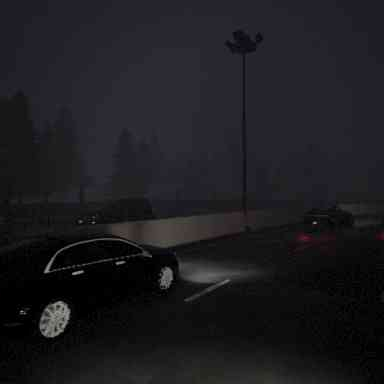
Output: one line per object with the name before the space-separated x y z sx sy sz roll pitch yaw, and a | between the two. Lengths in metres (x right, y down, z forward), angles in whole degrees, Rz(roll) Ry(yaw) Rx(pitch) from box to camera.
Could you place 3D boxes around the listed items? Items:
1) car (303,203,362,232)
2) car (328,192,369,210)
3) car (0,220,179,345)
car | 8.849 1.615 21.341 2.128 1.511 4.902 -1 -1 42
car | 18.923 1.065 40.107 5.566 2.045 2.150 0 -1 -36
car | -2.126 1.560 6.690 1.837 1.490 4.892 -1 0 31
